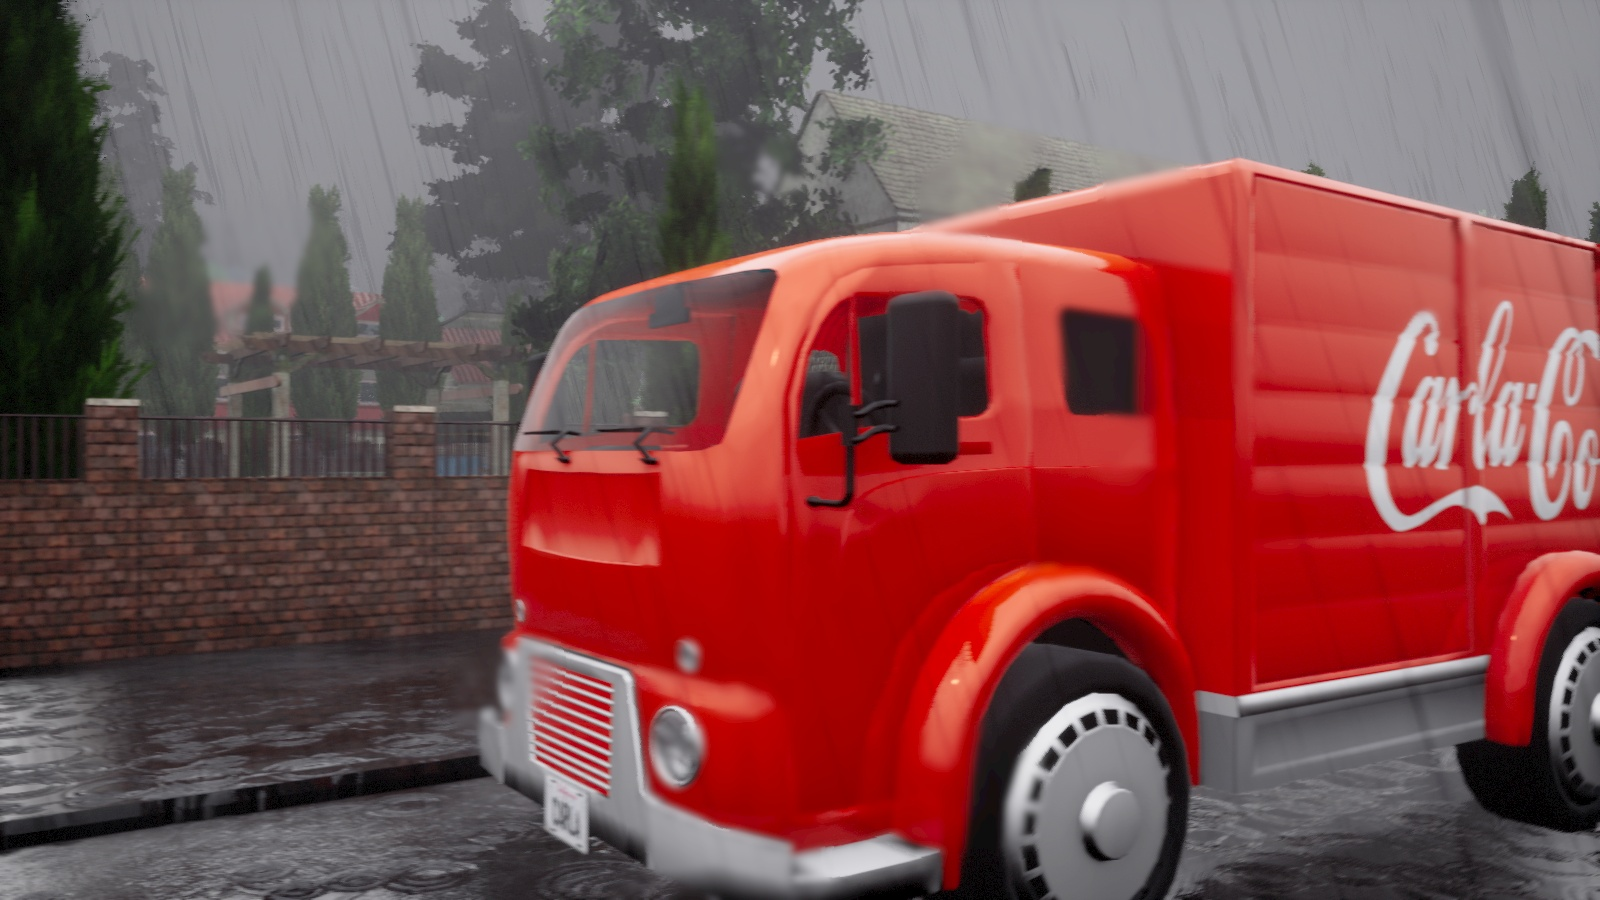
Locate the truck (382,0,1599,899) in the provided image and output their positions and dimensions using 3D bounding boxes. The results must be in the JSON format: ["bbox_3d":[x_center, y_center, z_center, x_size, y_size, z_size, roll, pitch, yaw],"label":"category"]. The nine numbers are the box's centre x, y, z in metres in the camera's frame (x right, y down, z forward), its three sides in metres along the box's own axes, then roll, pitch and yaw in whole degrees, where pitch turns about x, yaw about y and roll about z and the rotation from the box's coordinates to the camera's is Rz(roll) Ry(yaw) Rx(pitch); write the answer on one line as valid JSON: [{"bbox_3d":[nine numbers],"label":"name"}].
[{"bbox_3d":[1.301,0.268,5.176,5.204,2.467,2.627,0,0,-35],"label":"truck"}]
